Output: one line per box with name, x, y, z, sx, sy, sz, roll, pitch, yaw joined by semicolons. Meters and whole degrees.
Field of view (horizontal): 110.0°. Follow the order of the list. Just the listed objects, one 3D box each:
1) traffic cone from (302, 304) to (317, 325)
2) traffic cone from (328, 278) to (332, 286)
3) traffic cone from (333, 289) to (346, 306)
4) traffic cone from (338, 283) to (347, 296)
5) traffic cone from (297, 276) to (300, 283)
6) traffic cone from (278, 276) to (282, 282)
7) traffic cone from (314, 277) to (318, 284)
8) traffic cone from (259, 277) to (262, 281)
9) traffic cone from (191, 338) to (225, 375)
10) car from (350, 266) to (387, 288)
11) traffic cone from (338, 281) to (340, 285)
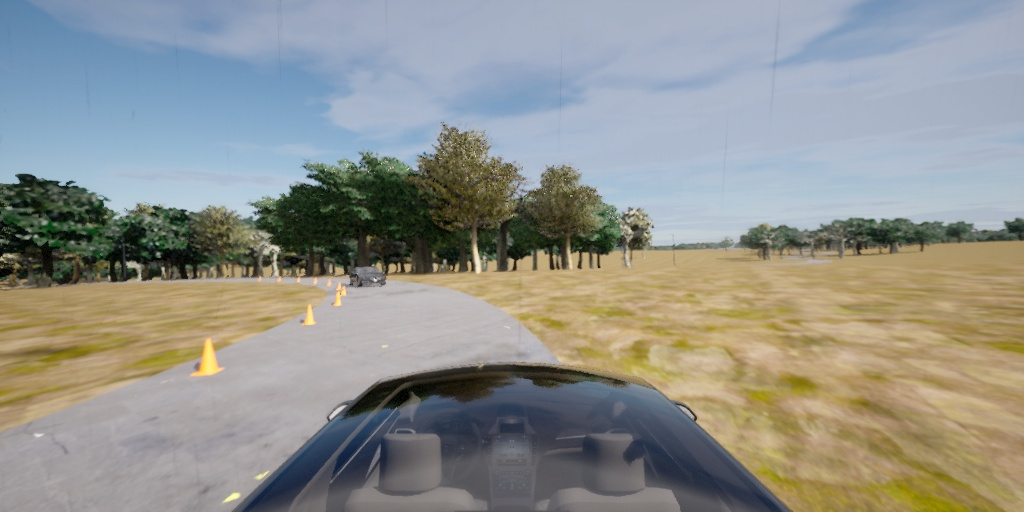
traffic cone;-6.152;1.769;10.906;0.340;0.580;0.340;0;0;-13
traffic cone;-14.169;2.038;27.841;0.340;0.580;0.340;0;0;-37
traffic cone;-7.480;1.826;15.432;0.340;0.580;0.340;0;0;-19
traffic cone;-9.273;1.889;19.794;0.340;0.580;0.340;0;0;-25
traffic cone;-20.627;2.263;34.700;0.340;0.580;0.340;0;0;41
traffic cone;-24.394;2.407;37.632;0.340;0.580;0.340;0;0;36
traffic cone;-17.219;2.141;31.439;0.340;0.580;0.340;0;0;-43
traffic cone;-28.422;2.567;40.480;0.340;0.580;0.340;0;0;35
traffic cone;-5.301;1.735;6.265;0.340;0.580;0.340;0;0;-7
car;-10.806;1.514;26.788;1.837;1.490;4.892;0;-1;-35
traffic cone;-11.511;1.957;23.945;0.340;0.580;0.340;0;0;-31
